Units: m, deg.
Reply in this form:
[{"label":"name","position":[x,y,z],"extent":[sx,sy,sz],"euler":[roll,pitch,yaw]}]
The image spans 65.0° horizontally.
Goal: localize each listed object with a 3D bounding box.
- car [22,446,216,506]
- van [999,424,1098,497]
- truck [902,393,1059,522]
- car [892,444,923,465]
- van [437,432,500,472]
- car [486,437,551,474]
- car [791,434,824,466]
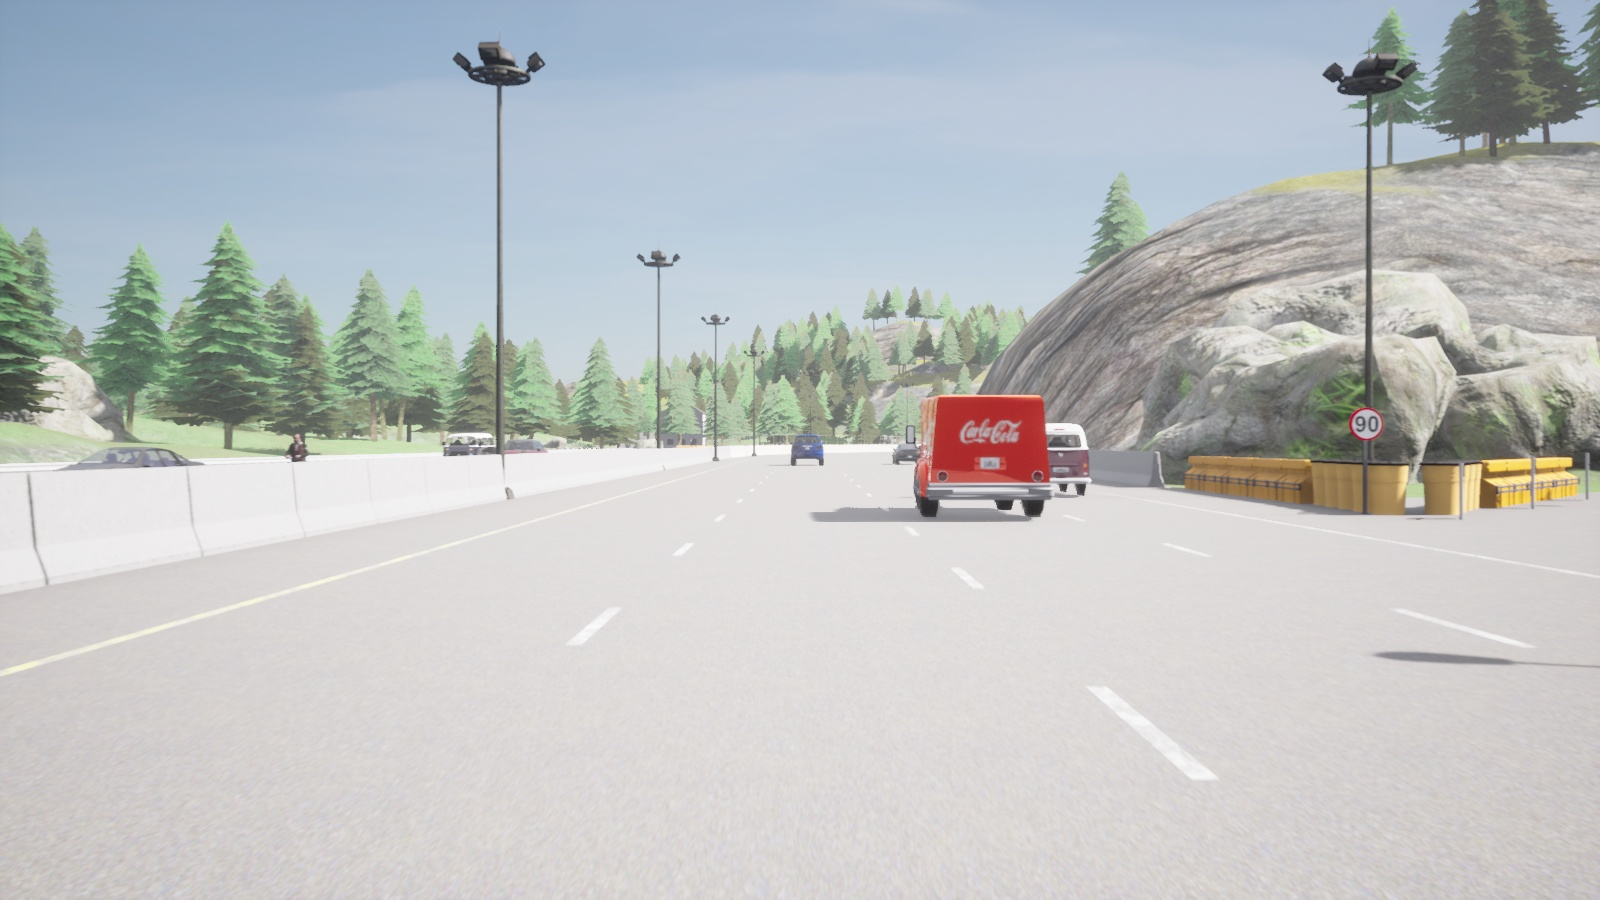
[{"label":"car","position":[-17.301,0.598,32.283],"extent":[2.033,1.411,5.357],"euler":[0,0,0]},{"label":"van","position":[7.226,0.269,36.981],"extent":[2.069,2.038,4.480],"euler":[0,1,0]},{"label":"truck","position":[3.667,0.118,26.685],"extent":[2.627,2.467,5.204],"euler":[0,1,0]},{"label":"car","position":[7.518,0.280,88.332],"extent":[1.812,1.442,4.674],"euler":[0,0,0]},{"label":"van","position":[-17.115,0.090,65.042],"extent":[2.069,2.038,4.480],"euler":[0,0,0]},{"label":"car","position":[-13.637,0.249,61.133],"extent":[2.097,1.767,4.553],"euler":[0,0,0]},{"label":"car","position":[0.501,-0.015,85.287],"extent":[2.150,2.045,5.566],"euler":[0,0,0]}]
